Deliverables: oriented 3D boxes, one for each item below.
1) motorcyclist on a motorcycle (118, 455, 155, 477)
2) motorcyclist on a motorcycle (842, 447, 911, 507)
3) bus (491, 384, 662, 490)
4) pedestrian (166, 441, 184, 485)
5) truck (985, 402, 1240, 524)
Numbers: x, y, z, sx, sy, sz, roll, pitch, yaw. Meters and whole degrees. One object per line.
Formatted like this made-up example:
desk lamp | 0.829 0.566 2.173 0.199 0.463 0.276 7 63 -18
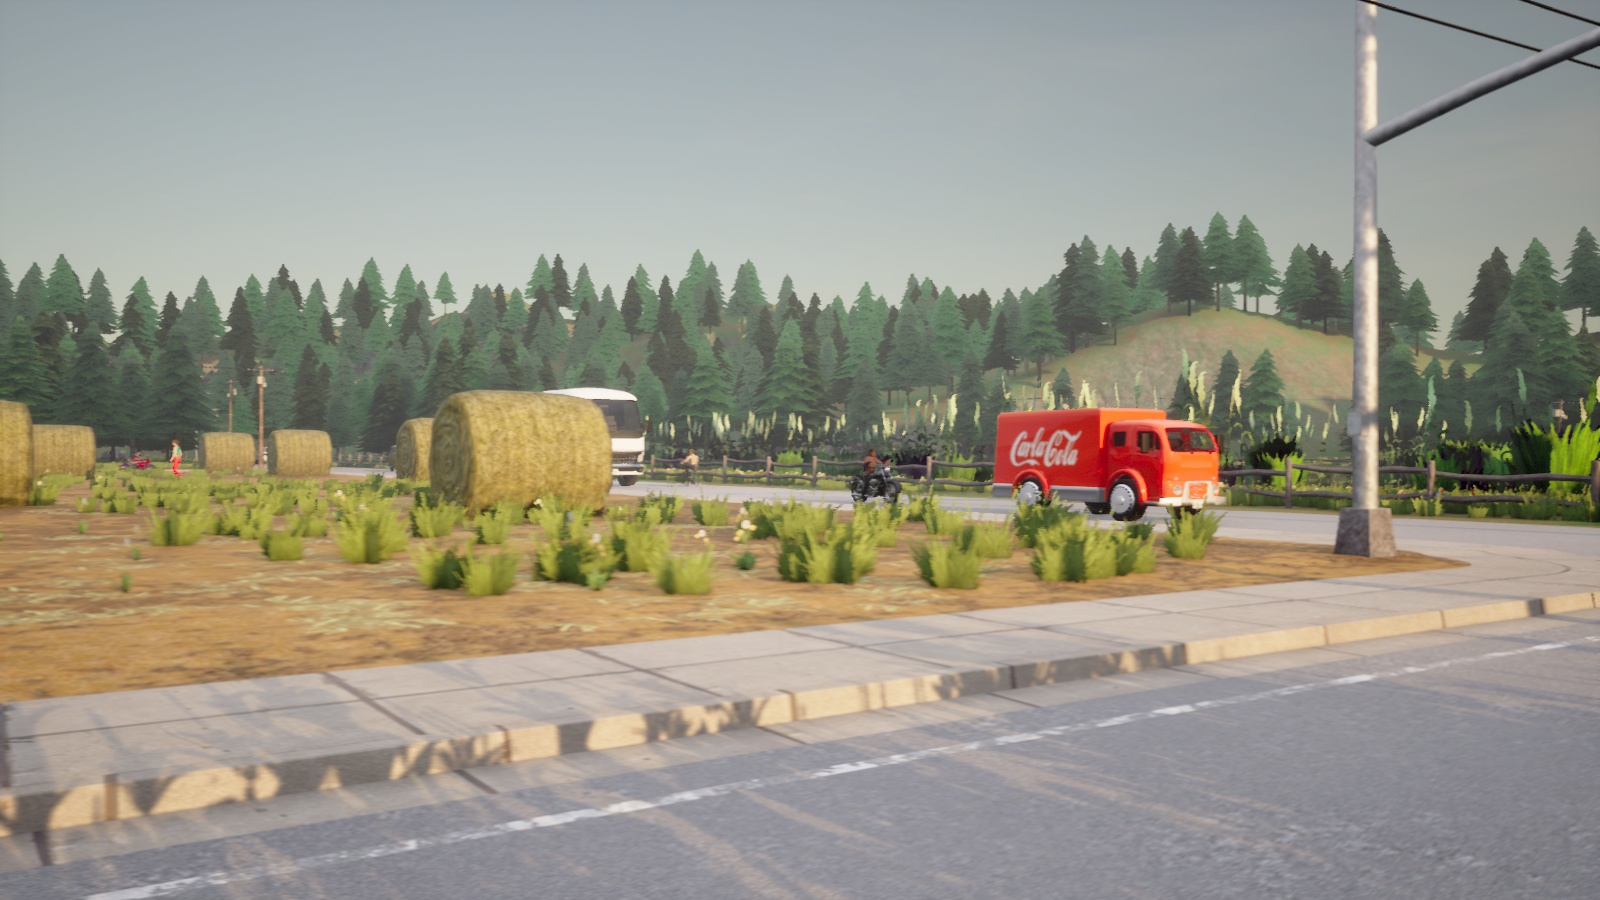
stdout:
motorcyclist on a motorcycle | -45.494 1.085 86.104 2.191 1.530 0.866 0 0 -35
motorcyclist on a motorcycle | 2.164 0.743 35.982 0.766 1.649 2.350 0 0 -32
bus | -10.138 -0.510 55.738 3.944 4.253 10.273 0 0 -32
pedestrian | -26.690 0.556 53.658 0.594 1.836 0.345 0 0 -1
truck | 6.905 0.278 28.360 2.627 2.467 5.204 0 0 -32
